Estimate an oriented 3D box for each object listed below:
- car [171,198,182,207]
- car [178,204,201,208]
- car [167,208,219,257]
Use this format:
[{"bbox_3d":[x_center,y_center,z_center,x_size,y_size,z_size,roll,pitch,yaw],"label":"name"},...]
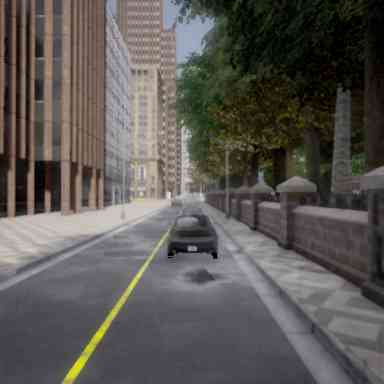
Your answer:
[{"bbox_3d":[-2.955,2.048,64.631,2.097,1.767,4.553,0,-1,1],"label":"car"},{"bbox_3d":[0.046,1.900,28.243,1.895,1.301,4.718,0,-1,0],"label":"car"},{"bbox_3d":[0.033,1.645,13.494,1.837,1.490,4.892,0,0,0],"label":"car"}]
